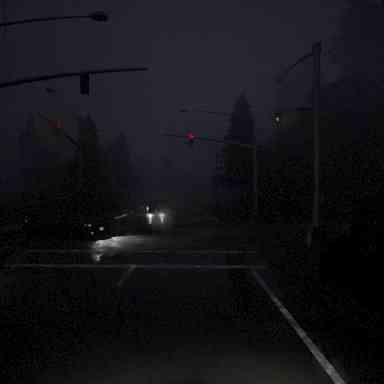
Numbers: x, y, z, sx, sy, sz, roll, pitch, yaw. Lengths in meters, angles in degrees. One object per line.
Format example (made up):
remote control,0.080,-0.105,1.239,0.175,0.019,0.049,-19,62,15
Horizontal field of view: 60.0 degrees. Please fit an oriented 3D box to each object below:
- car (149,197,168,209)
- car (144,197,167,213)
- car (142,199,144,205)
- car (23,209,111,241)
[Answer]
car,-4.778,1.492,46.836,2.128,1.511,4.902,0,0,-11
car,-3.776,1.547,37.062,2.033,1.411,5.357,0,0,-1
car,-7.280,1.526,56.566,1.812,1.442,4.674,0,0,-20
car,-6.160,1.564,16.462,4.181,1.385,1.994,0,0,19
